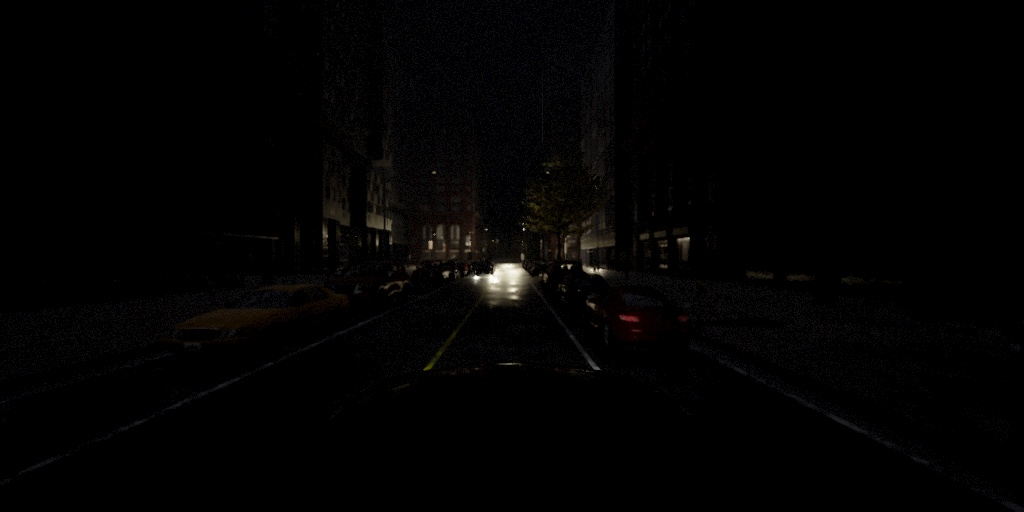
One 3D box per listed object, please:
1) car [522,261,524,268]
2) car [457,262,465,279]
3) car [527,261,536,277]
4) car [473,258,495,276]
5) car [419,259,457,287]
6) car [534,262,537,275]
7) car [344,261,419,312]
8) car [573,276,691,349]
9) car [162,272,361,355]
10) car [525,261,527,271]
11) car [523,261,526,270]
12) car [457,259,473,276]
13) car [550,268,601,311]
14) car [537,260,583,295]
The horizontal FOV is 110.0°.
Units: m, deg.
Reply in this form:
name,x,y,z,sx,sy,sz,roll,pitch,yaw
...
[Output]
name,x,y,z,sx,sy,sz,roll,pitch,yaw
car,2.864,1.429,54.044,1.967,1.591,4.097,0,0,0
car,-5.664,1.441,31.496,1.948,1.339,4.313,0,0,0
car,2.862,1.468,37.126,1.948,1.339,4.313,0,0,0
car,-3.081,1.270,40.463,2.097,1.767,4.553,0,0,0
car,-5.665,1.164,25.857,2.192,1.841,5.009,0,0,0
car,2.860,1.395,25.847,1.888,1.381,4.507,0,0,0
car,-5.666,1.112,14.578,2.192,1.841,5.009,0,0,0
car,2.858,1.356,8.930,1.802,1.307,4.207,0,0,0
car,-5.667,1.299,8.771,1.751,1.417,4.829,0,0,0
car,2.862,1.455,42.936,1.751,1.417,4.829,0,0,0
car,2.863,1.541,48.405,1.802,1.307,4.207,0,0,0
car,-5.664,1.216,37.133,2.192,1.841,5.009,0,0,0
car,2.859,1.364,14.568,1.948,1.339,4.313,0,0,0
car,2.860,1.139,20.208,2.192,1.841,5.009,0,0,0
